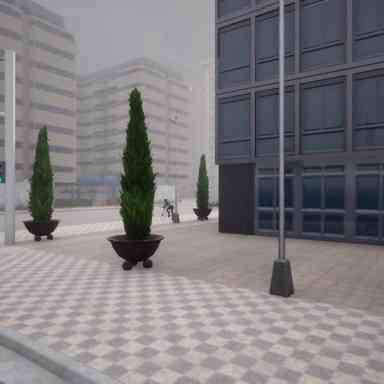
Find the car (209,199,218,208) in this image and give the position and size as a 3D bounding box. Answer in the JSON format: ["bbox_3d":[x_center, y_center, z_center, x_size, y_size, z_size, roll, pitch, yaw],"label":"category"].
[{"bbox_3d":[4.134,1.656,48.721,1.895,1.301,4.718,0,0,35],"label":"car"}]

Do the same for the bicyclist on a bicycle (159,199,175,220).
[{"bbox_3d":[-1.908,1.356,25.824,1.656,1.620,0.582,0,0,35],"label":"bicyclist on a bicycle"}]
